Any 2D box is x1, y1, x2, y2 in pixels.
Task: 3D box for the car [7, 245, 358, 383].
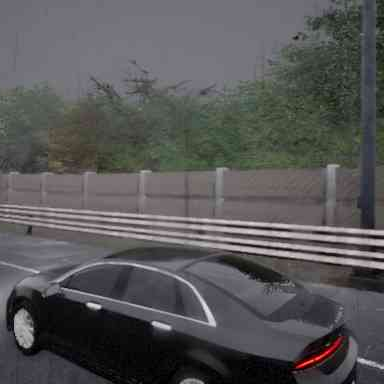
[{"bbox_3d":[-0.548,1.480,4.383,4.892,1.490,1.837,1,0,35],"label":"car"}]
